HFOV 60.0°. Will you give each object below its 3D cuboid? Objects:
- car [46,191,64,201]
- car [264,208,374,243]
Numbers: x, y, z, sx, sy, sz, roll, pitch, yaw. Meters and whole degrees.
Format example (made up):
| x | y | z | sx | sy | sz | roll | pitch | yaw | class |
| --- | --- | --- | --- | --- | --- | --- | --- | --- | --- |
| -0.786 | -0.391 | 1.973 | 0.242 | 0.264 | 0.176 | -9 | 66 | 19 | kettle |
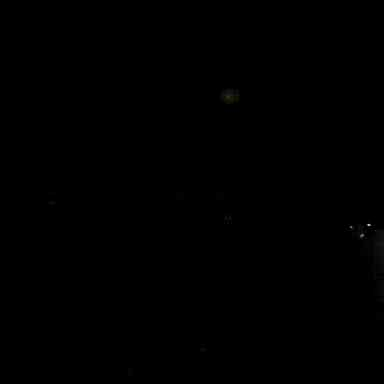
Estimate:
| x | y | z | sx | sy | sz | roll | pitch | yaw | class |
| --- | --- | --- | --- | --- | --- | --- | --- | --- | --- |
| -22.547 | 0.577 | 54.762 | 1.882 | 1.535 | 5.008 | -1 | 2 | -36 | car |
| 5.764 | 1.464 | 15.603 | 1.895 | 1.301 | 4.718 | -1 | 2 | -36 | car |
